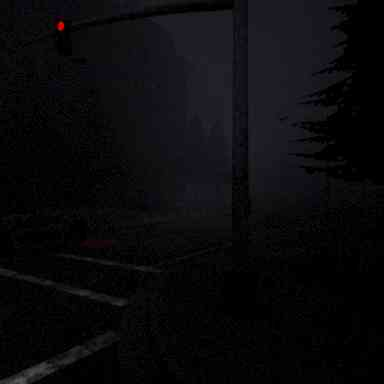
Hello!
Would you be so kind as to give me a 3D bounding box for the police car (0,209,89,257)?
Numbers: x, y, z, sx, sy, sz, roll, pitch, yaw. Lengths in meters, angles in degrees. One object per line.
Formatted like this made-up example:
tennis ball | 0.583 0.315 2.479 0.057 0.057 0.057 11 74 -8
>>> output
police car | -6.164 1.439 11.949 1.930 1.638 5.238 0 0 32
